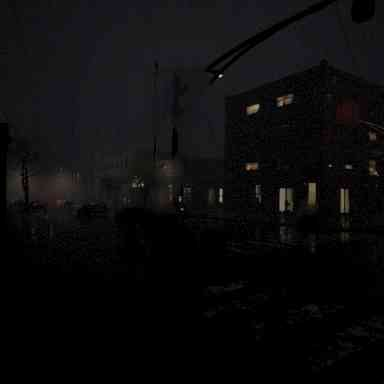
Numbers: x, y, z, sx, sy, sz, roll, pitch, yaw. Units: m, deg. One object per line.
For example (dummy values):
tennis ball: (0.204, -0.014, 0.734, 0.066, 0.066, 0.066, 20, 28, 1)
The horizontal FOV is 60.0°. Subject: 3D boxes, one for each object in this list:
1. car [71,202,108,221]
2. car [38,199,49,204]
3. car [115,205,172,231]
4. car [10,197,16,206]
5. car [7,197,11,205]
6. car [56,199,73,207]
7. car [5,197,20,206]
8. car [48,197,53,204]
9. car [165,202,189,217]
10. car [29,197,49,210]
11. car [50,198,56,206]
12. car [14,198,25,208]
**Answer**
car: (-8.524, 1.730, 28.280, 1.802, 1.307, 4.206, 1, -1, -35)
car: (-38.098, 2.404, 85.145, 1.752, 1.417, 4.829, 1, -1, -35)
car: (-3.346, 1.616, 20.917, 1.887, 1.381, 4.507, 1, -1, -35)
car: (-32.129, 2.082, 62.084, 1.947, 1.339, 4.313, 1, -1, -35)
car: (-35.311, 2.132, 66.610, 1.947, 1.339, 4.313, 1, -1, -35)
car: (-25.273, 2.115, 66.901, 1.967, 1.590, 4.097, 1, -1, -35)
car: (-38.492, 1.932, 71.139, 2.192, 1.841, 5.009, 1, -1, -35)
car: (-34.818, 2.141, 80.482, 2.192, 1.841, 5.009, 1, -1, -35)
car: (-2.088, 1.762, 34.149, 1.967, 1.590, 4.097, 1, -1, -35)
car: (-22.710, 1.892, 48.582, 1.752, 1.417, 4.829, 1, -1, -35)
car: (-28.454, 2.307, 71.426, 1.802, 1.307, 4.206, 1, -1, -35)
car: (-29.129, 2.013, 57.804, 1.887, 1.381, 4.507, 1, -1, -35)
